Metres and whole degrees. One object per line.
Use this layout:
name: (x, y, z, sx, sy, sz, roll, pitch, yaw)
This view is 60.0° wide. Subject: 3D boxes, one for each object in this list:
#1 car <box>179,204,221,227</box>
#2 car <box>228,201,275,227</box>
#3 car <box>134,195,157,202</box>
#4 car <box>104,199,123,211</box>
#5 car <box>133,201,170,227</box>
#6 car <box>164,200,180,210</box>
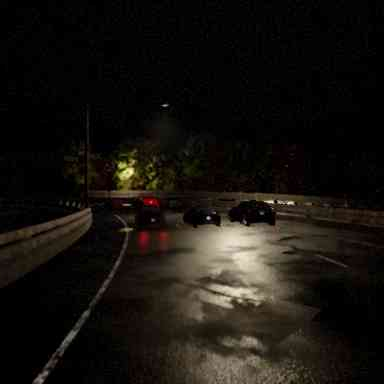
car: (0.631, 1.662, 23.539, 1.994, 1.385, 4.181, 0, 0, -13)
car: (4.138, 1.436, 23.827, 2.097, 1.767, 4.553, 0, 0, -12)
car: (-6.264, 1.434, 44.258, 2.150, 2.045, 5.566, 0, 0, -24)
car: (-10.813, 1.713, 45.603, 1.882, 1.535, 5.008, 0, 0, -25)
car: (-3.036, 1.638, 23.846, 1.812, 1.442, 4.674, 0, 0, -13)
car: (-2.974, 1.767, 45.295, 1.994, 1.385, 4.181, 0, 0, -24)
